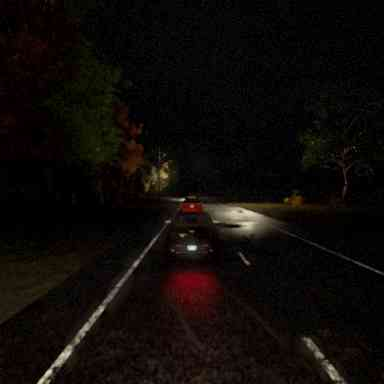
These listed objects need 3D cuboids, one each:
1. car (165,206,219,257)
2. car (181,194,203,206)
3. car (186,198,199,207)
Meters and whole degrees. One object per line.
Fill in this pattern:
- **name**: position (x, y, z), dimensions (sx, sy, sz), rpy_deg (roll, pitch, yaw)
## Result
- **car**: position (0.003, 1.509, 12.876), dimensions (1.837, 1.490, 4.892), rpy_deg (0, 0, 0)
- **car**: position (-0.001, 1.355, 32.800), dimensions (2.097, 1.767, 4.553), rpy_deg (0, 0, 0)
- **car**: position (0.003, 1.601, 50.800), dimensions (1.895, 1.301, 4.718), rpy_deg (0, 0, 0)
